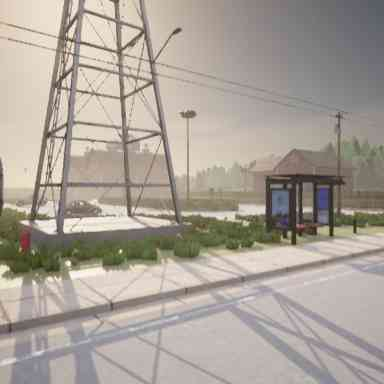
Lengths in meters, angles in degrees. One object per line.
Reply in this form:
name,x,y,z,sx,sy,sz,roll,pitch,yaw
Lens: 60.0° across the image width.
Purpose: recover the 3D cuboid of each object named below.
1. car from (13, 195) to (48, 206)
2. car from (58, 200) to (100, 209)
car,-24.061,1.260,49.686,4.605,1.855,1.932,0,0,-36
car,-10.646,1.473,31.648,3.905,1.438,1.784,0,0,-36
